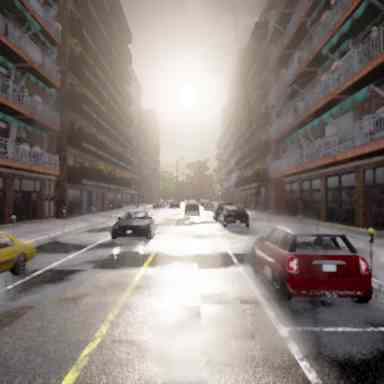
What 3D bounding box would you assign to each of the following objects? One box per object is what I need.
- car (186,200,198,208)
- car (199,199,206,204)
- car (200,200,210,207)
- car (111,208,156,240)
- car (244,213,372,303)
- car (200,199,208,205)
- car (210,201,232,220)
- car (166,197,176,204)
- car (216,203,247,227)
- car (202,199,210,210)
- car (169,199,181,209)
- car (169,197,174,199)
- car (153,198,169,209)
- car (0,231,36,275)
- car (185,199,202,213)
[{"bbox_3d":[0.036,2.257,65.170,2.128,1.511,4.902,0,-1,1],"label":"car"},{"bbox_3d":[2.859,2.638,91.996,2.008,1.369,4.403,1,-1,0],"label":"car"},{"bbox_3d":[2.788,2.395,70.367,1.947,1.339,4.313,1,-1,0],"label":"car"},{"bbox_3d":[-3.095,1.779,18.321,1.994,1.385,4.181,0,-1,0],"label":"car"},{"bbox_3d":[2.704,1.540,8.483,1.967,1.590,4.097,1,-1,0],"label":"car"},{"bbox_3d":[2.857,2.481,81.031,1.752,1.417,4.829,1,-1,0],"label":"car"},{"bbox_3d":[3.121,1.730,32.147,2.097,1.767,4.553,0,-1,0],"label":"car"},{"bbox_3d":[-5.785,2.403,92.034,2.192,1.841,5.009,1,-1,0],"label":"car"},{"bbox_3d":[3.152,1.799,25.175,1.837,1.490,4.892,0,-1,0],"label":"car"},{"bbox_3d":[2.722,2.150,53.193,1.752,1.417,4.829,1,-1,0],"label":"car"},{"bbox_3d":[-3.032,2.302,59.588,1.895,1.301,4.718,0,-1,1],"label":"car"},{"bbox_3d":[-5.790,2.572,86.463,2.008,1.369,4.403,1,-1,0],"label":"car"},{"bbox_3d":[-5.683,2.130,58.626,1.967,1.590,4.097,1,-1,0],"label":"car"},{"bbox_3d":[-5.677,1.624,8.348,1.752,1.417,4.829,1,-1,0],"label":"car"},{"bbox_3d":[0.037,2.006,44.749,1.882,1.535,5.008,0,-1,1],"label":"car"}]
